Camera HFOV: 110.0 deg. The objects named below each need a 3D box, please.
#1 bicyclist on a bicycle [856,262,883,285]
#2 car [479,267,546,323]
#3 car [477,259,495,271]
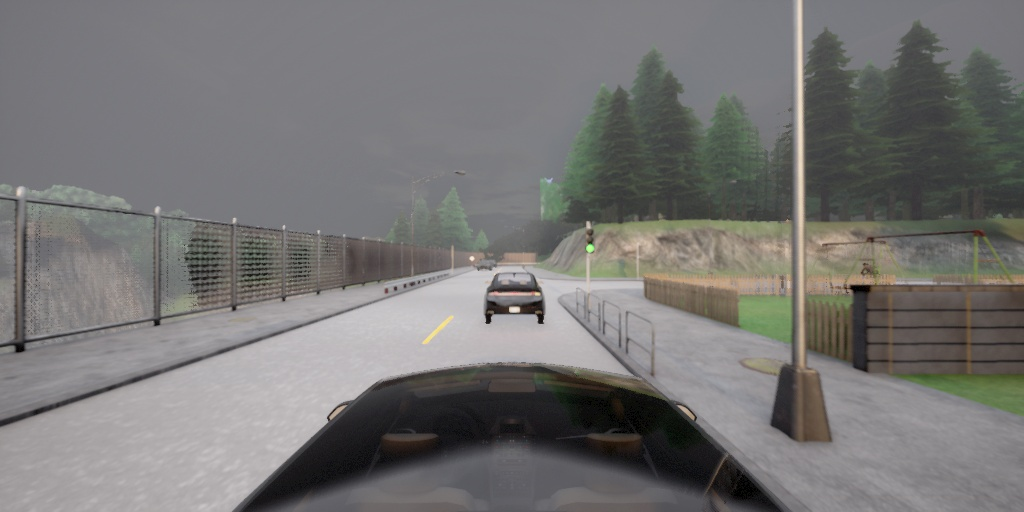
[{"bbox_3d":[19.790,1.185,19.942,0.582,1.620,1.656,0,-1,0],"label":"bicyclist on a bicycle"},{"bbox_3d":[0.081,1.292,12.384,2.128,1.511,4.902,0,0,0],"label":"car"},{"bbox_3d":[-4.081,1.350,53.614,2.097,1.767,4.553,0,0,0],"label":"car"}]
